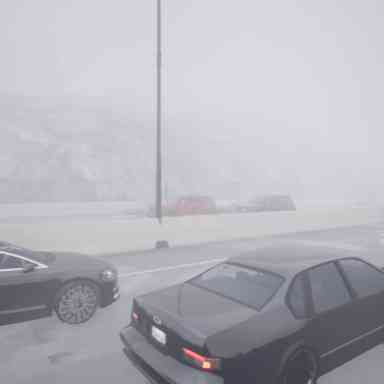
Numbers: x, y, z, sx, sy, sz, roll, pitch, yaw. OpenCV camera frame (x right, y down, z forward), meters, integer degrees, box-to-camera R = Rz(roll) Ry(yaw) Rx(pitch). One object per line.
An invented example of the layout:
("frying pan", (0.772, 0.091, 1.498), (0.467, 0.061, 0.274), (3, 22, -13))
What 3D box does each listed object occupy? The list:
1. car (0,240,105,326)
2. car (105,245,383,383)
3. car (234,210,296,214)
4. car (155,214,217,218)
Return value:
("car", (-3.634, 1.492, 5.452), (4.902, 1.511, 2.128), (0, 0, -35))
("car", (1.693, 1.548, 4.951), (5.357, 1.411, 2.033), (0, 0, -35))
("car", (5.445, 1.228, 25.065), (5.566, 2.045, 2.150), (0, 0, -36))
("car", (-0.624, 1.224, 25.039), (5.566, 2.045, 2.150), (0, 0, -35))
